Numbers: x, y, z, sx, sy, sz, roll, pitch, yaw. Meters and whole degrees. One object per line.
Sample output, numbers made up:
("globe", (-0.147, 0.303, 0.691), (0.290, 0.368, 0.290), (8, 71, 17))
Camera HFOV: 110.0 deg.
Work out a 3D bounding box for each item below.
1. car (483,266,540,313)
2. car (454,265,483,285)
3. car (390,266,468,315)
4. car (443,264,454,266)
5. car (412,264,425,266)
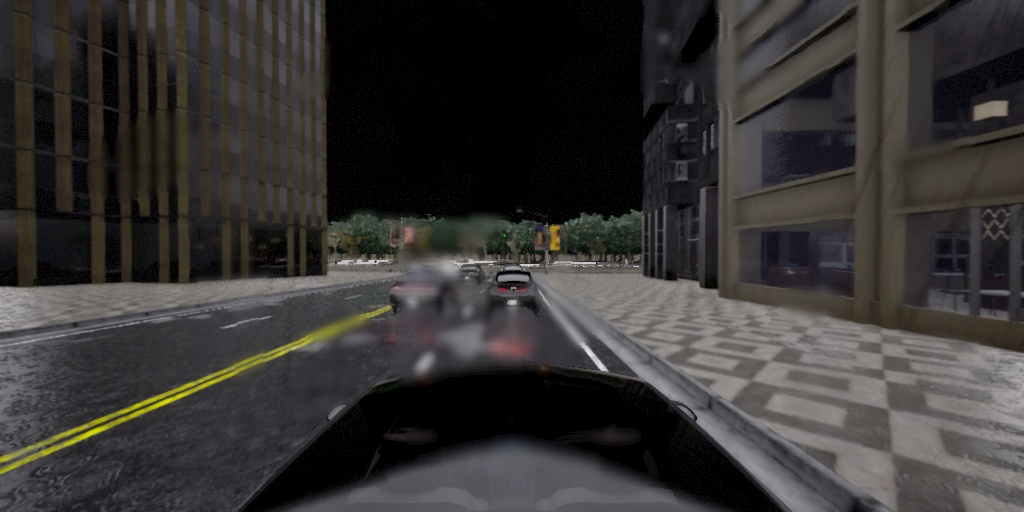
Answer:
("car", (0.066, 1.313, 14.148), (1.837, 1.490, 4.892), (0, 0, 0))
("car", (-3.191, 1.482, 29.013), (1.837, 1.490, 4.892), (0, -1, 0))
("car", (-3.185, 1.297, 13.941), (2.128, 1.511, 4.902), (0, 0, 0))
("car", (-6.588, 1.607, 37.522), (1.812, 1.442, 4.674), (0, -1, 0))
("car", (-9.838, 1.608, 37.594), (1.812, 1.442, 4.674), (0, -1, 0))
